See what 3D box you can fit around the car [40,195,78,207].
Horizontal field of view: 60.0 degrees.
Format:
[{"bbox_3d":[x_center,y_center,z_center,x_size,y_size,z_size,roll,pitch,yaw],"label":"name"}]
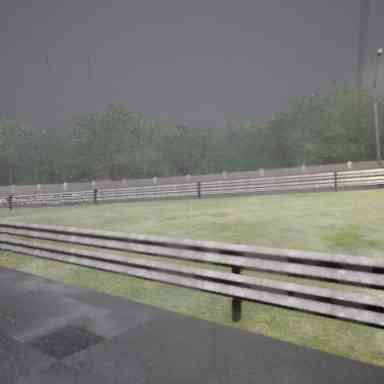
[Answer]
[{"bbox_3d":[-15.721,0.967,39.286,4.674,1.442,1.812,-3,-1,18],"label":"car"}]
